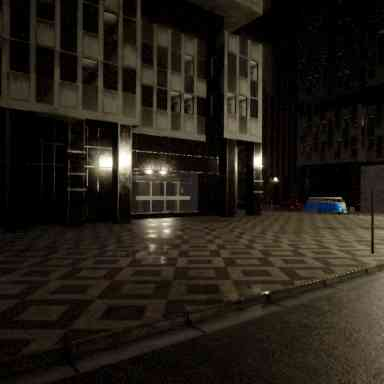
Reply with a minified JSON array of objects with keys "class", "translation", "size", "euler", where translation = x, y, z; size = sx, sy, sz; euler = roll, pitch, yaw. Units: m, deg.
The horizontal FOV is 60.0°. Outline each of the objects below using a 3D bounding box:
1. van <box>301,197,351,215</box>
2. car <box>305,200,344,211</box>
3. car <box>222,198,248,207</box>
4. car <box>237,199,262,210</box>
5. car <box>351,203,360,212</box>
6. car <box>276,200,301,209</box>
[{"class":"van","translation":[13.734,1.425,34.161],"size":[1.690,1.788,3.998],"euler":[0,0,-36]},{"class":"car","translation":[17.378,1.749,43.720],"size":[2.008,1.369,4.403],"euler":[0,0,-36]},{"class":"car","translation":[7.423,1.840,57.643],"size":[1.752,1.417,4.829],"euler":[0,0,-36]},{"class":"car","translation":[7.164,1.706,43.350],"size":[1.887,1.381,4.507],"euler":[0,0,-36]},{"class":"car","translation":[20.664,1.725,39.125],"size":[1.947,1.339,4.313],"euler":[0,0,-36]},{"class":"car","translation":[14.093,1.819,48.315],"size":[1.802,1.307,4.206],"euler":[0,0,-36]}]
